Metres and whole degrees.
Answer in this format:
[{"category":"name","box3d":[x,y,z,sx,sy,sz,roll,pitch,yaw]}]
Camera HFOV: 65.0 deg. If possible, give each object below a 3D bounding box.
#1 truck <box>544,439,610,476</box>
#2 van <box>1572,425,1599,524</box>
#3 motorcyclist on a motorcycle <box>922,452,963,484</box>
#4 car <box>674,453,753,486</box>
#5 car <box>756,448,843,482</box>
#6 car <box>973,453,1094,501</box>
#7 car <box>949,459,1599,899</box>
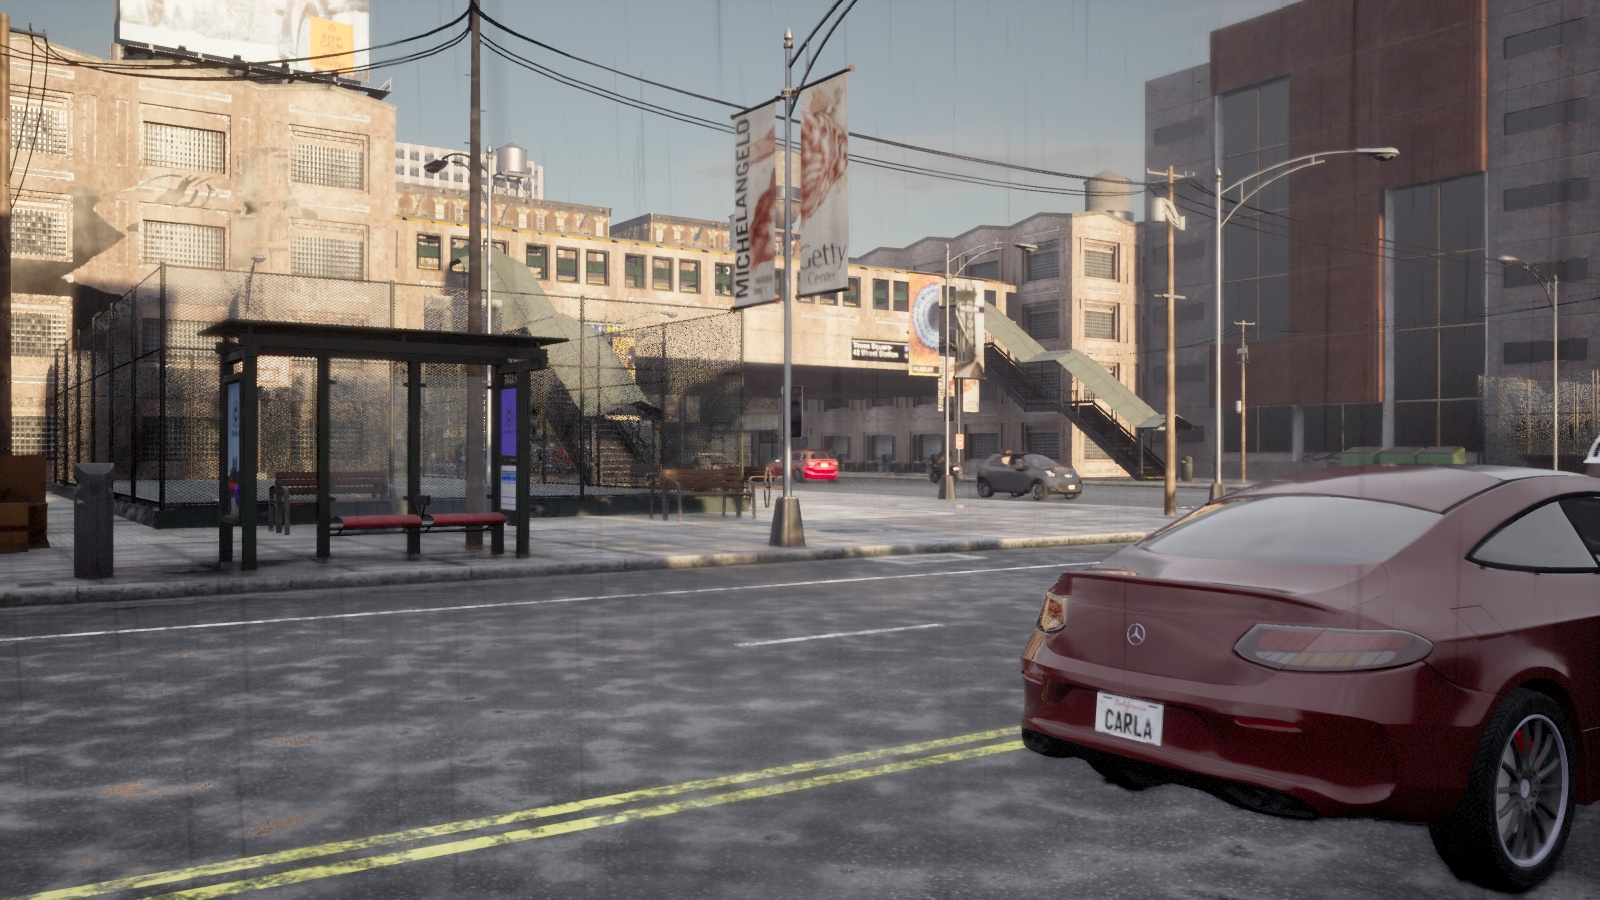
[{"category":"truck","box3d":[-15.507,0.504,87.051,2.627,2.467,5.204,0,0,-34]},{"category":"van","box3d":[18.303,0.491,25.045,2.069,2.038,4.480,0,0,-34]},{"category":"motorcyclist on a motorcycle","box3d":[6.846,0.860,60.371,0.797,1.523,2.044,0,0,-34]},{"category":"car","box3d":[-3.995,0.860,57.624,1.970,1.475,3.806,0,0,-34]},{"category":"car","box3d":[-0.053,0.746,64.262,2.242,1.667,4.611,0,0,-34]},{"category":"car","box3d":[7.534,0.842,40.777,1.845,1.501,3.633,0,0,-34]},{"category":"car","box3d":[3.046,0.778,5.767,4.674,1.442,1.812,0,0,-35]}]
